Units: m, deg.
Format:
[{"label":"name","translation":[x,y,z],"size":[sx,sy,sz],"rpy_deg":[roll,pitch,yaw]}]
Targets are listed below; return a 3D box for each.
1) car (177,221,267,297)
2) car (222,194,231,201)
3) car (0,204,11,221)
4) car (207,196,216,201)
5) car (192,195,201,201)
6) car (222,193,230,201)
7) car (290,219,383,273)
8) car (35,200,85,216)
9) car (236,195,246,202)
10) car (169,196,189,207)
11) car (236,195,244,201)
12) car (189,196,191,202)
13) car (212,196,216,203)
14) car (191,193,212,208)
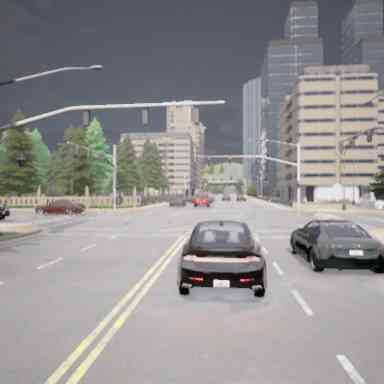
[{"label":"car","translation":[0.761,1.484,8.580],"size":[2.128,1.511,4.902],"rpy_deg":[0,0,5]},{"label":"car","translation":[8.001,1.483,77.656],"size":[1.994,1.385,4.181],"rpy_deg":[0,0,6]},{"label":"car","translation":[-16.718,1.198,25.125],"size":[5.566,2.045,2.150],"rpy_deg":[0,0,7]},{"label":"car","translation":[4.628,1.518,79.091],"size":[1.895,1.301,4.718],"rpy_deg":[0,0,6]},{"label":"car","translation":[1.100,1.477,78.994],"size":[1.994,1.385,4.181],"rpy_deg":[0,0,6]},{"label":"car","translation":[8.839,1.280,85.954],"size":[2.097,1.767,4.553],"rpy_deg":[0,0,6]},{"label":"car","translation":[4.464,1.555,10.669],"size":[1.994,1.385,4.181],"rpy_deg":[0,0,5]},{"label":"car","translation":[-12.616,1.498,31.946],"size":[4.674,1.442,1.812],"rpy_deg":[0,0,7]},{"label":"car","translation":[11.385,1.526,76.331],"size":[1.895,1.301,4.718],"rpy_deg":[0,0,6]},{"label":"car","translation":[-2.051,1.523,48.639],"size":[1.994,1.385,4.181],"rpy_deg":[0,0,6]},{"label":"car","translation":[12.324,1.464,85.632],"size":[2.033,1.411,5.357],"rpy_deg":[0,0,6]},{"label":"car","translation":[-0.372,1.508,64.785],"size":[1.994,1.385,4.181],"rpy_deg":[0,0,6]},{"label":"car","translation":[3.094,1.546,64.286],"size":[1.895,1.301,4.718],"rpy_deg":[0,0,6]},{"label":"car","translation":[1.436,1.179,48.438],"size":[2.150,2.045,5.566],"rpy_deg":[0,0,4]}]
